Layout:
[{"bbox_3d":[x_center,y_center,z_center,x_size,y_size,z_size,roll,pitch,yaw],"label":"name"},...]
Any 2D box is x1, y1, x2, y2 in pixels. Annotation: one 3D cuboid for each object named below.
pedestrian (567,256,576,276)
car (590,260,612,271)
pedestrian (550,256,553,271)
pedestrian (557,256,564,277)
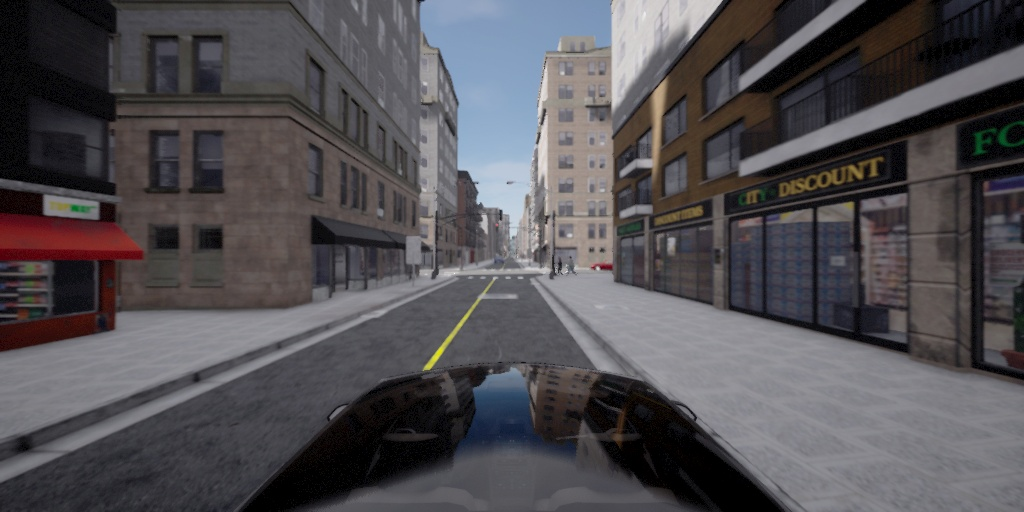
[{"bbox_3d":[5.248,0.814,31.626,0.375,1.860,0.375,0,0,0],"label":"pedestrian"},{"bbox_3d":[12.137,1.147,45.503,4.507,1.381,1.888,0,0,0],"label":"car"},{"bbox_3d":[3.588,0.858,32.226,0.375,1.860,0.375,0,0,0],"label":"pedestrian"},{"bbox_3d":[4.175,0.863,31.026,0.375,1.860,0.375,0,0,0],"label":"pedestrian"}]
